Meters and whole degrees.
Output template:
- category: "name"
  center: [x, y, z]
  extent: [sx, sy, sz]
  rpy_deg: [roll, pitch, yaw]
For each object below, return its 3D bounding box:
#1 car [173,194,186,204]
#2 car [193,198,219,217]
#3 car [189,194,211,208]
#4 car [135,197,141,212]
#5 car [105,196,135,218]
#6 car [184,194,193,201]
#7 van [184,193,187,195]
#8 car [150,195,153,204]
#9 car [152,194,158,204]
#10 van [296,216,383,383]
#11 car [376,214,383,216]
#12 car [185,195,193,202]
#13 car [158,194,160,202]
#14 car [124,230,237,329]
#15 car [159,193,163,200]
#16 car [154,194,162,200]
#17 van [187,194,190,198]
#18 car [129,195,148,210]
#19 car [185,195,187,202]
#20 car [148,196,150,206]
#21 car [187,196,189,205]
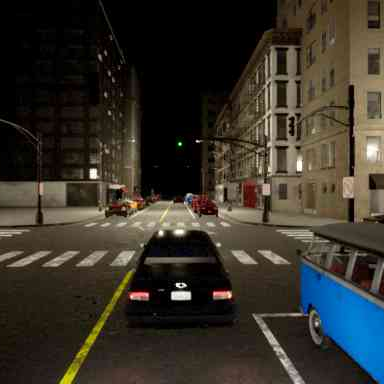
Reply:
- category: "car"
  center: [-2.475, 1.518, 61.327]
  extent: [1.812, 1.442, 4.674]
  rpy_deg: [0, 0, -3]
- category: "car"
  center: [1.389, 1.544, 30.531]
  extent: [1.887, 1.381, 4.507]
  rpy_deg: [0, 0, -2]
- category: "car"
  center: [1.158, 1.314, 35.935]
  extent: [2.192, 1.841, 5.009]
  rpy_deg: [0, 0, -2]
- category: "car"
  center: [-6.853, 1.524, 35.423]
  extent: [1.752, 1.417, 4.829]
  rpy_deg: [0, 0, -2]
- category: "car"
  center: [-6.629, 1.439, 30.188]
  extent: [1.967, 1.590, 4.097]
  rpy_deg: [0, 0, -2]
- category: "car"
  center: [-0.922, 1.423, 84.576]
  extent: [1.967, 1.590, 4.097]
  rpy_deg: [0, 0, -2]
- category: "van"
  center: [-0.460, 1.328, 73.767]
  extent: [1.690, 1.788, 3.998]
  rpy_deg: [0, 0, -2]
- category: "car"
  center: [-7.553, 1.562, 51.806]
  extent: [1.947, 1.339, 4.313]
  rpy_deg: [0, 0, -2]
- category: "car"
  center: [-8.016, 1.542, 62.616]
  extent: [2.008, 1.369, 4.403]
  rpy_deg: [0, 0, -2]
- category: "van"
  center: [2.537, 1.341, 3.675]
  extent: [1.690, 1.788, 3.998]
  rpy_deg: [0, 0, -2]
- category: "car"
  center: [12.754, 1.626, 19.339]
  extent: [5.357, 1.411, 2.033]
  rpy_deg: [0, 0, -3]
- category: "car"
  center: [-0.698, 1.510, 79.342]
  extent: [1.752, 1.417, 4.829]
  rpy_deg: [0, 0, -2]
- category: "car"
  center: [-8.247, 1.555, 68.020]
  extent: [1.947, 1.339, 4.313]
  rpy_deg: [0, 0, -2]
- category: "car"
  center: [-0.248, 1.547, 7.320]
  extent: [2.033, 1.411, 5.357]
  rpy_deg: [0, 0, -2]
- category: "car"
  center: [-8.709, 1.300, 78.829]
  extent: [2.192, 1.841, 5.009]
  rpy_deg: [0, 0, -2]
- category: "car"
  center: [-9.171, 1.422, 89.638]
  extent: [1.967, 1.590, 4.097]
  rpy_deg: [0, 0, -2]
- category: "van"
  center: [0.465, 1.337, 52.150]
  extent: [1.690, 1.788, 3.998]
  rpy_deg: [0, 0, -2]
- category: "car"
  center: [-7.091, 1.313, 40.997]
  extent: [2.192, 1.841, 5.009]
  rpy_deg: [0, 0, -2]
- category: "car"
  center: [0.233, 1.560, 57.554]
  extent: [1.947, 1.339, 4.313]
  rpy_deg: [0, 0, -2]
- category: "car"
  center: [-7.315, 1.522, 46.232]
  extent: [1.752, 1.417, 4.829]
  rpy_deg: [0, 0, -2]
- category: "car"
  center: [0.696, 1.542, 46.745]
  extent: [1.887, 1.381, 4.507]
  rpy_deg: [0, 0, -2]
